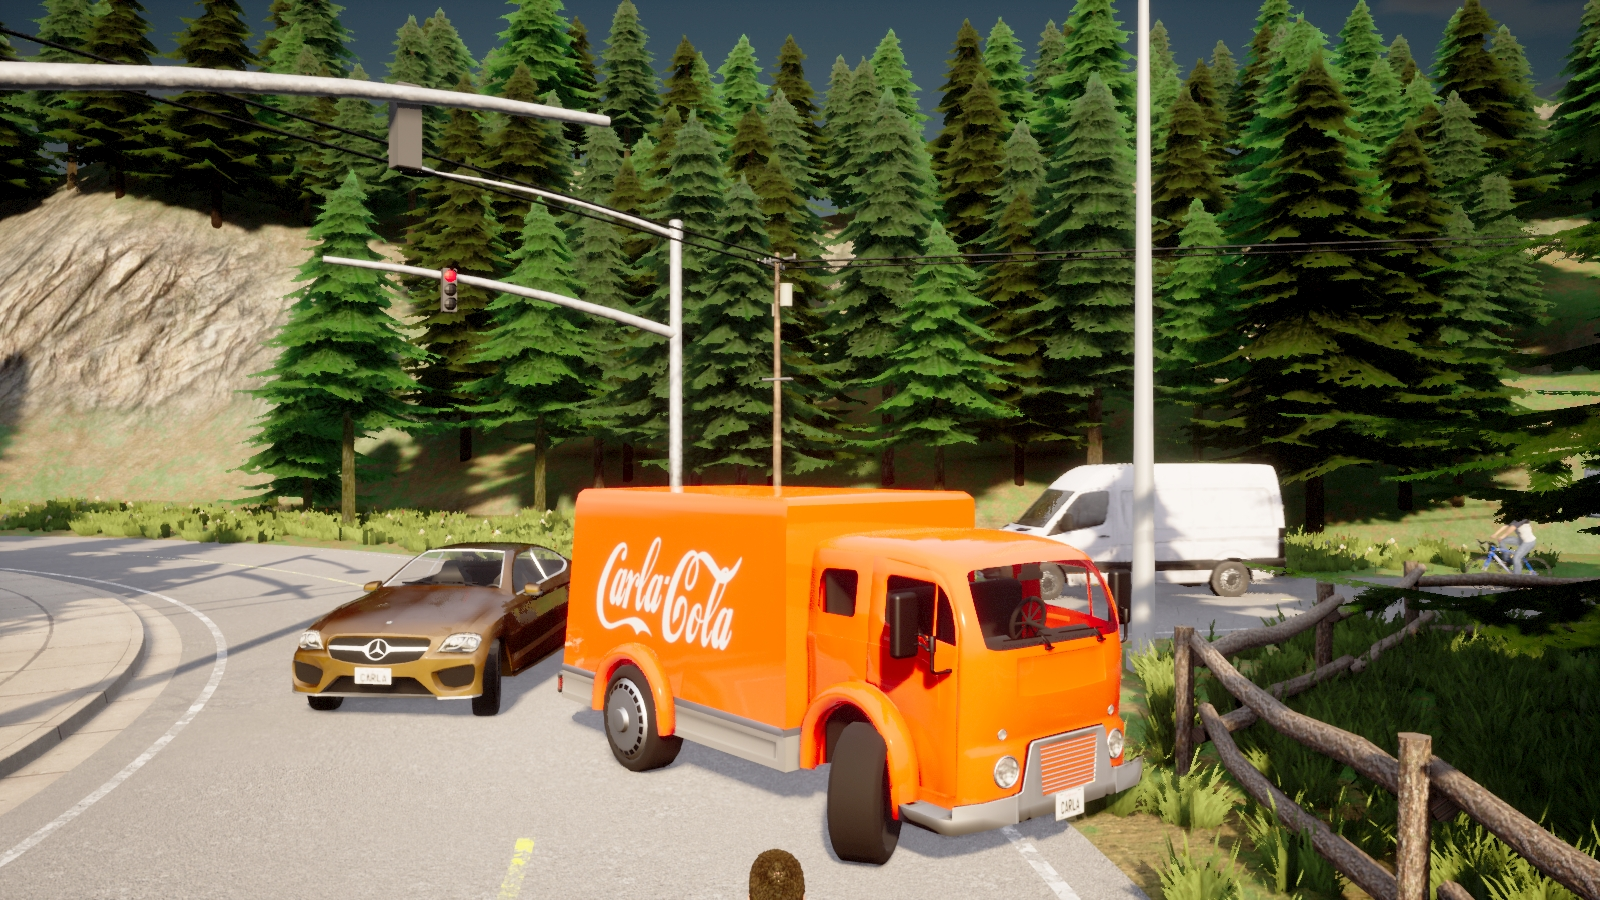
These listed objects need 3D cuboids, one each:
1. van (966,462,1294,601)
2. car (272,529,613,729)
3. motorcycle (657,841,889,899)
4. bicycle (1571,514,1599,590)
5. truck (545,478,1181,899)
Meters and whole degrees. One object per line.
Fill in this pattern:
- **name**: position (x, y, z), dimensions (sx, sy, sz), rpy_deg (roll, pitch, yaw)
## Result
- **van**: position (6.430, 1.533, 22.613), dimensions (5.915, 2.561, 1.988), rpy_deg (0, 0, -6)
- **car**: position (-4.038, 1.970, 14.038), dimensions (2.152, 1.651, 5.027), rpy_deg (0, 0, 6)
- **motorcycle**: position (-0.074, 2.159, 3.526), dimensions (0.803, 1.199, 2.033), rpy_deg (0, 0, -2)
- **bicycle**: position (16.527, 2.056, 23.026), dimensions (1.643, 1.496, 0.373), rpy_deg (0, 0, 6)
- **truck**: position (0.202, 1.542, 9.769), dimensions (2.627, 2.467, 5.204), rpy_deg (0, 0, -39)
